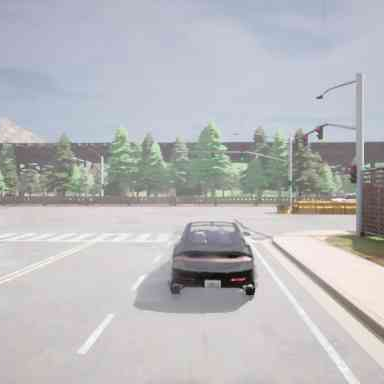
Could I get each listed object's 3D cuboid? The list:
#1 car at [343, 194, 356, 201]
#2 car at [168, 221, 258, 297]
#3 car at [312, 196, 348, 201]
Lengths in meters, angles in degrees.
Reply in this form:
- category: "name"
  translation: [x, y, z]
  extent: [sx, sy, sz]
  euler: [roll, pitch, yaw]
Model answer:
- category: "car"
  translation: [19.800, 1.222, 41.304]
  extent: [5.566, 2.045, 2.150]
  euler: [0, 0, 2]
- category: "car"
  translation: [0.522, 1.492, 8.620]
  extent: [2.128, 1.511, 4.902]
  euler: [0, 0, 3]
- category: "car"
  translation: [14.520, 1.491, 37.917]
  extent: [4.902, 1.511, 2.128]
  euler: [0, 0, 1]
